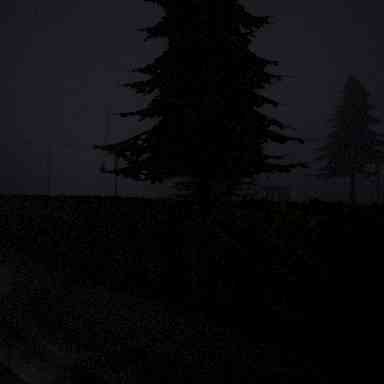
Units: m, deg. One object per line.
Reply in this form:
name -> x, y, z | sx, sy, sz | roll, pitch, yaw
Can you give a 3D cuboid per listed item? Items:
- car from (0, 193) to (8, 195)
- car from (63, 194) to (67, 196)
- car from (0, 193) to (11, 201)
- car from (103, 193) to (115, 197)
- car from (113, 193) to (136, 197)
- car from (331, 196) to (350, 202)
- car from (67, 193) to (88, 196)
car -> -23.711, 1.330, 41.282 | 5.027, 1.636, 2.152 | 0, 0, -45
car -> -31.908, 1.232, 85.939 | 3.806, 1.475, 1.970 | 0, 0, -45
car -> -41.765, 1.097, 71.634 | 4.605, 1.855, 1.932 | 0, 0, -45
car -> -15.867, 1.097, 70.694 | 4.605, 1.855, 1.932 | 0, 0, -45
car -> -10.306, 1.384, 54.272 | 3.806, 1.475, 1.970 | 0, 0, -45
car -> 28.961, 1.545, 65.001 | 2.033, 1.411, 5.357 | 0, 0, 45
car -> -27.175, 1.154, 81.593 | 5.027, 1.636, 2.152 | 0, 0, -45
